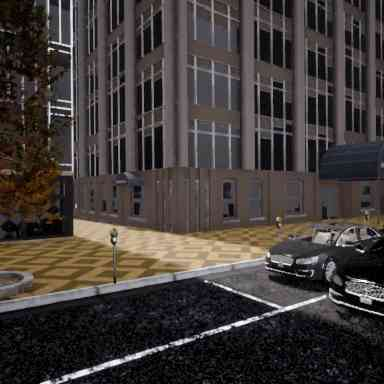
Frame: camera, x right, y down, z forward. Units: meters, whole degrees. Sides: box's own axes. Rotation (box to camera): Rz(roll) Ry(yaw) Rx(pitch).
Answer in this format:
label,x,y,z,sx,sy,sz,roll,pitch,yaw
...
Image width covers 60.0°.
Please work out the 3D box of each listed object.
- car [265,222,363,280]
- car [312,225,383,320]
label,x,y,z,sx,sy,sz,roll,pitch,yaw
car,3.936,1.549,9.372,4.403,1.369,2.008,0,-1,-35
car,4.787,1.503,6.792,4.892,1.490,1.837,0,0,-35
